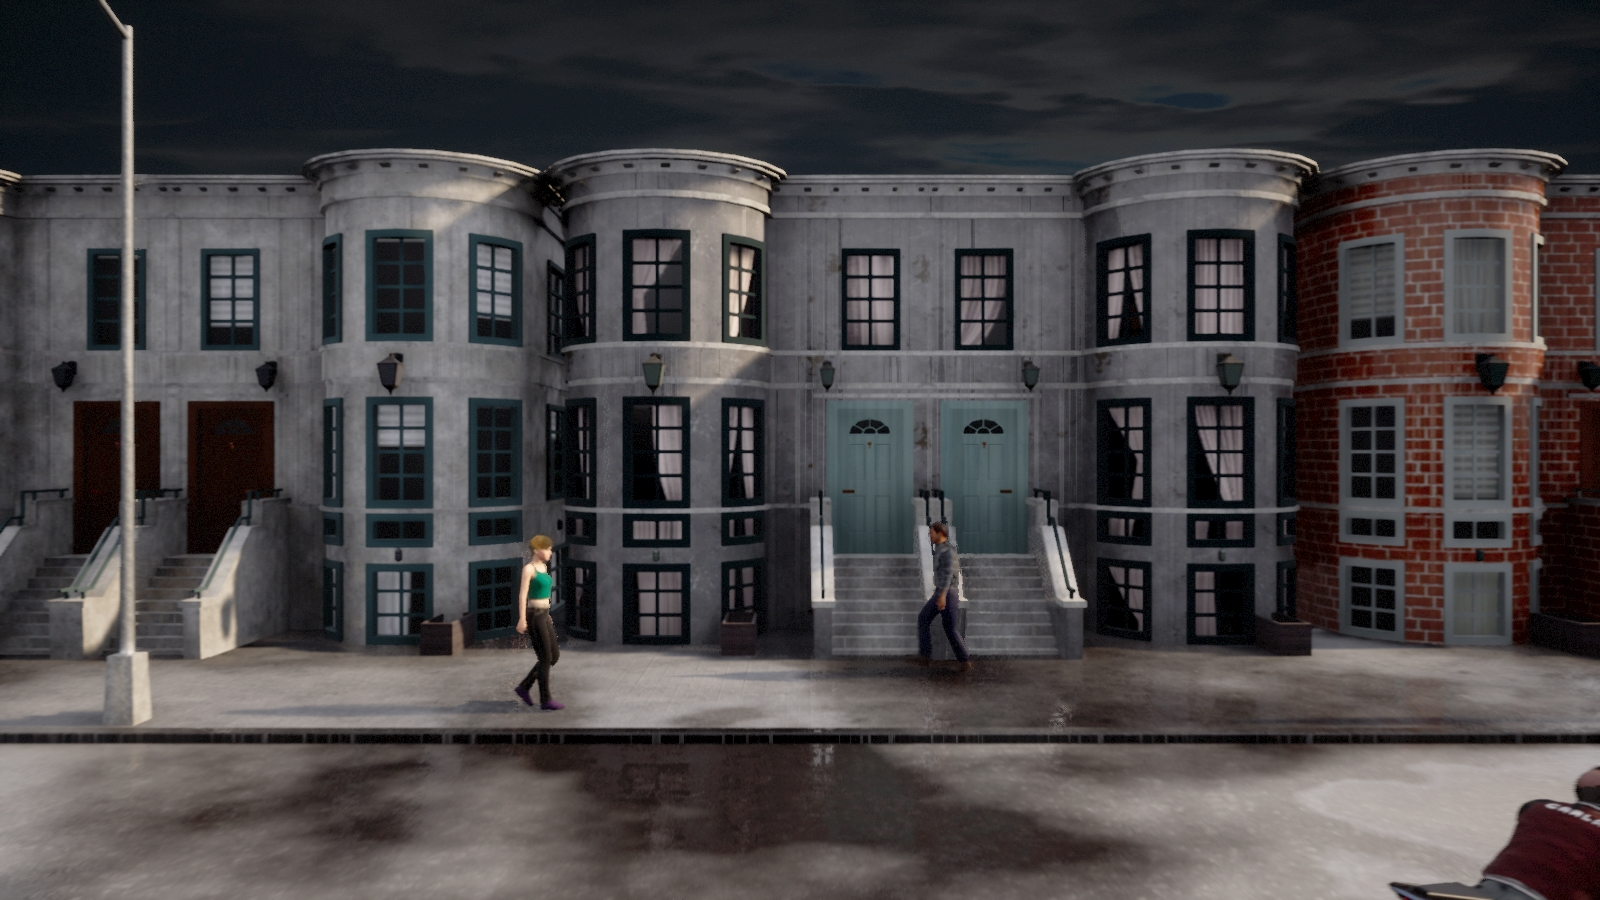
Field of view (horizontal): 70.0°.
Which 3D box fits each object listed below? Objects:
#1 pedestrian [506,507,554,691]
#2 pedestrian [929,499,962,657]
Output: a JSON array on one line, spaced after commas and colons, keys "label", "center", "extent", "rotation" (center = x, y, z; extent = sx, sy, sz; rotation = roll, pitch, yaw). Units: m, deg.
[{"label": "pedestrian", "center": [-2.804, 1.531, 11.866], "extent": [0.375, 1.860, 0.375], "rotation": [0, 0, 9]}, {"label": "pedestrian", "center": [1.748, 1.532, 13.757], "extent": [0.375, 1.860, 0.375], "rotation": [0, 0, 3]}]
